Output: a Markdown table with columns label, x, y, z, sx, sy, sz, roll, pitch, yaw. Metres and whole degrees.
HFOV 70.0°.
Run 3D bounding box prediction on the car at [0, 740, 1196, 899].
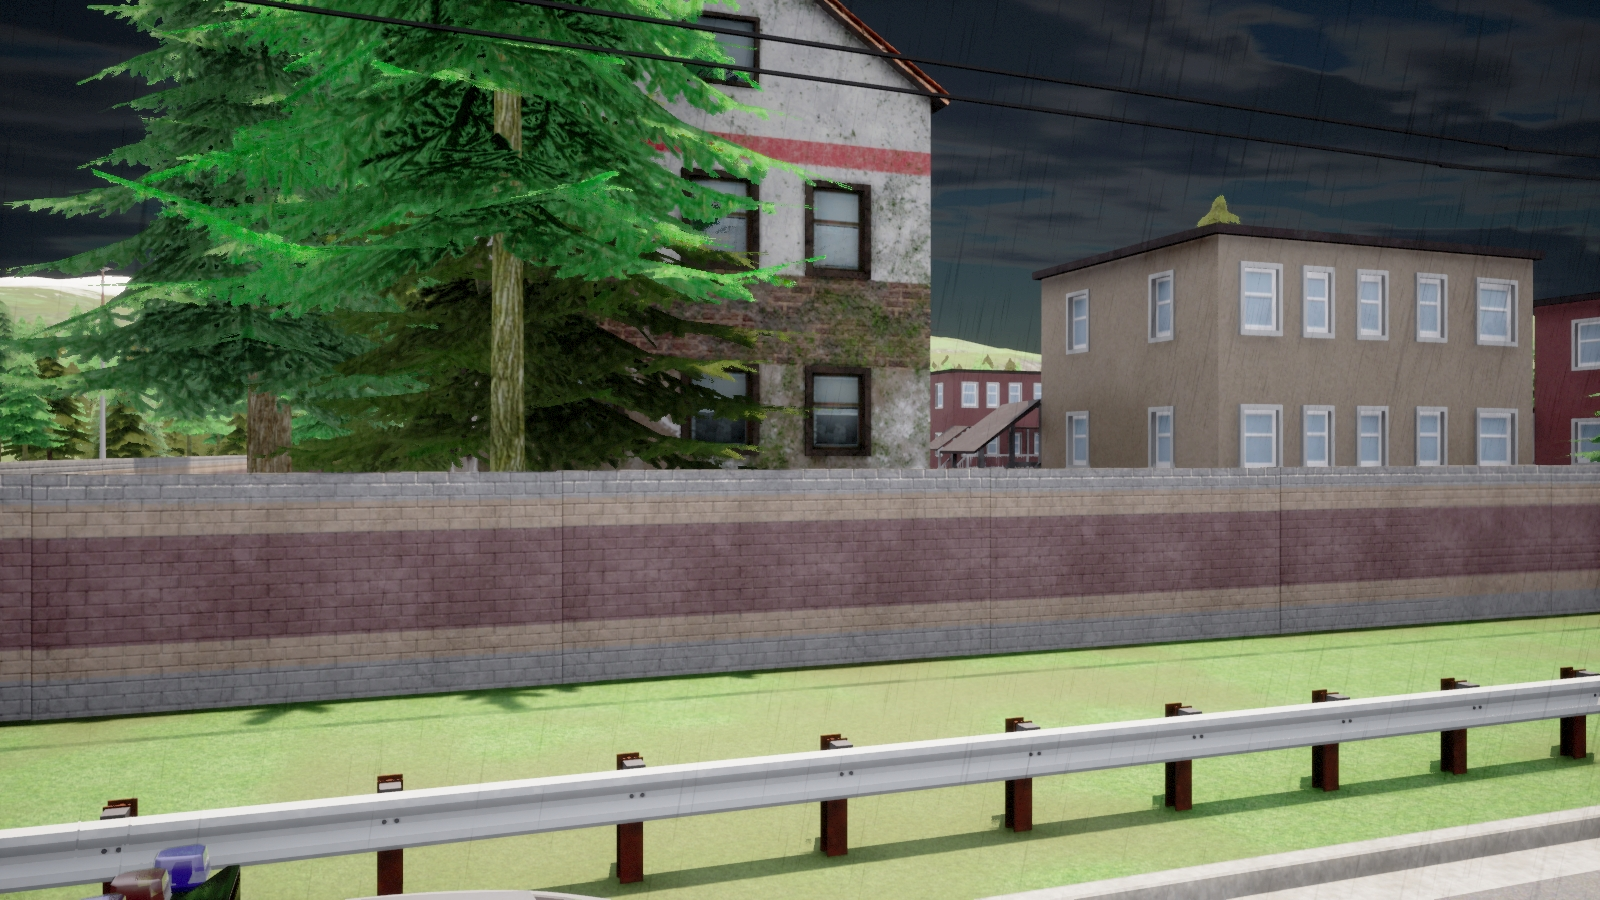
| label | x | y | z | sx | sy | sz | roll | pitch | yaw |
| --- | --- | --- | --- | --- | --- | --- | --- | --- | --- |
| car | -1.671 | 1.982 | 2.695 | 5.238 | 1.638 | 2.097 | 0 | 0 | -20 |
